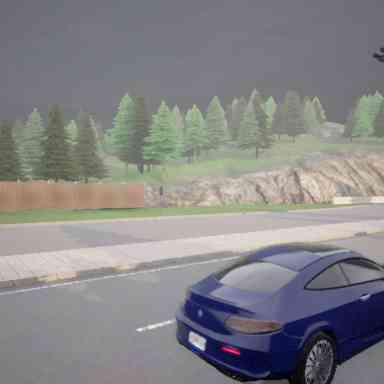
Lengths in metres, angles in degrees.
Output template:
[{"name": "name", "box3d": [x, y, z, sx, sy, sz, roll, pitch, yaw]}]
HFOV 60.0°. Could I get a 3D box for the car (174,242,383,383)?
[{"name": "car", "box3d": [1.929, 1.526, 5.123, 4.674, 1.442, 1.812, 0, 0, -36]}]
